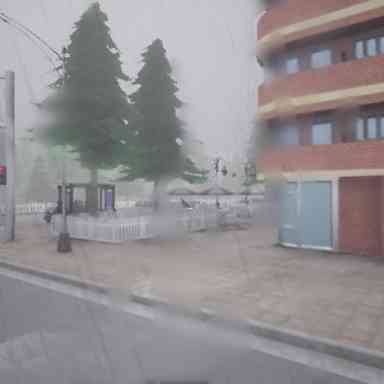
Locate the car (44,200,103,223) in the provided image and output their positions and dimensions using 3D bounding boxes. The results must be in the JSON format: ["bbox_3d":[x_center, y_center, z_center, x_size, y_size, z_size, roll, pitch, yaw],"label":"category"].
[{"bbox_3d":[-8.748,1.425,25.386,2.097,1.767,4.553,0,0,36],"label":"car"}]

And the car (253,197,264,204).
[{"bbox_3d":[12.304,1.677,51.628,4.718,1.301,1.895,0,0,-25],"label":"car"}]

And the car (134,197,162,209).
[{"bbox_3d":[-5.863,1.489,46.589,2.097,1.767,4.553,0,0,42],"label":"car"}]

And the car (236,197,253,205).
[{"bbox_3d":[10.029,1.609,58.616,5.008,1.535,1.882,0,0,-24],"label":"car"}]

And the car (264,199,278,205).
[{"bbox_3d":[13.263,1.585,48.202,4.674,1.442,1.812,0,0,-26],"label":"car"}]

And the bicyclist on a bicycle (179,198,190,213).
[{"bbox_3d":[-0.744,1.349,28.256,1.656,1.620,0.582,-1,0,36],"label":"bicyclist on a bicycle"}]

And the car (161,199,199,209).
[{"bbox_3d":[-1.226,1.665,46.737,5.357,1.411,2.033,0,0,-44],"label":"car"}]
